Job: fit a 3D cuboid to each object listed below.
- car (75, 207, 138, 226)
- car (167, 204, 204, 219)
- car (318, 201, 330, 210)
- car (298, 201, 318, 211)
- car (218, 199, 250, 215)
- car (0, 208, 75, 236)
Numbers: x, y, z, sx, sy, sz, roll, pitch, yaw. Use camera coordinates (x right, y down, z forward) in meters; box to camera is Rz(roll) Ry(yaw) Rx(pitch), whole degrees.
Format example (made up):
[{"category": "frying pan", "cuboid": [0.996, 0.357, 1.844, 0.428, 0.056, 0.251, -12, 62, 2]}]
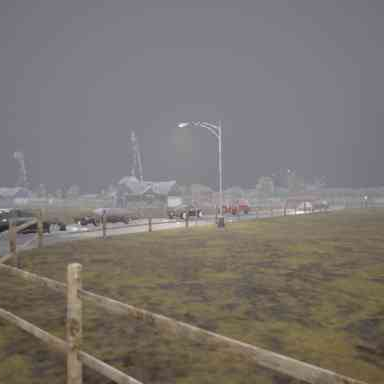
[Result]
[{"category": "car", "cuboid": [-6.648, 1.884, 26.309, 2.033, 1.411, 5.357, -2, -2, 36]}, {"category": "car", "cuboid": [-0.626, 2.013, 34.723, 1.837, 1.490, 4.892, -2, -2, 36]}, {"category": "car", "cuboid": [25.122, 2.471, 64.325, 2.097, 1.767, 4.553, -2, -2, 34]}, {"category": "car", "cuboid": [19.406, 2.456, 56.360, 1.812, 1.442, 4.674, -2, -2, 36]}, {"category": "car", "cuboid": [5.568, 1.912, 43.383, 2.150, 2.045, 5.566, -2, -2, 36]}, {"category": "car", "cuboid": [-9.052, 1.627, 17.477, 4.892, 1.490, 1.837, 1, 0, -44]}]
